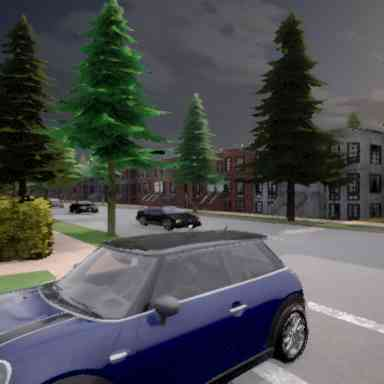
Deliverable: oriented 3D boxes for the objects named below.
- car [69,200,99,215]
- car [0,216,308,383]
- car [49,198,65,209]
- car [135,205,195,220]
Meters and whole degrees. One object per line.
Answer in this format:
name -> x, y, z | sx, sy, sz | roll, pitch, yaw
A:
car -> -10.961, 1.533, 33.550 | 1.994, 1.385, 4.181 | 0, 0, -36
car -> -0.550, 1.351, 4.059 | 4.553, 1.767, 2.097 | 0, 0, -41
car -> -18.244, 1.495, 43.720 | 1.812, 1.442, 4.674 | 0, 1, -35
car -> -1.620, 1.516, 20.565 | 2.033, 1.411, 5.357 | 0, 0, -36
